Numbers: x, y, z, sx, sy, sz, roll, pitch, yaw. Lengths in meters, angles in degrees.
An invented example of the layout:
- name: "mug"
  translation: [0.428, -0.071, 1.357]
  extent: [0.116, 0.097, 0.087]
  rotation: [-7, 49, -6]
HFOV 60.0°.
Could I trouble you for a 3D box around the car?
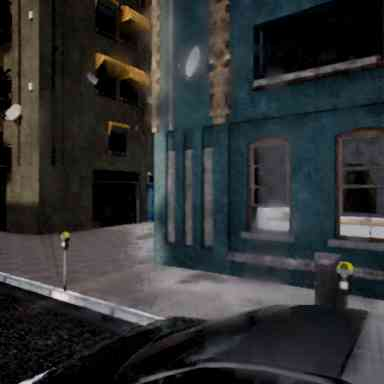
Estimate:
- name: "car"
  translation: [0.700, 1.570, 2.367]
  extent: [4.313, 1.339, 1.947]
  rotation: [0, 0, 35]
